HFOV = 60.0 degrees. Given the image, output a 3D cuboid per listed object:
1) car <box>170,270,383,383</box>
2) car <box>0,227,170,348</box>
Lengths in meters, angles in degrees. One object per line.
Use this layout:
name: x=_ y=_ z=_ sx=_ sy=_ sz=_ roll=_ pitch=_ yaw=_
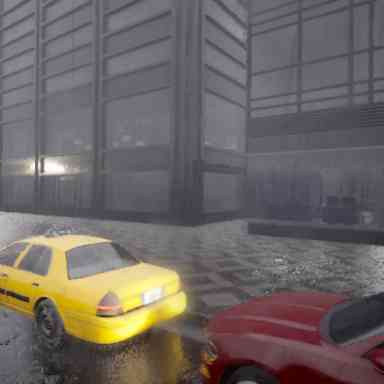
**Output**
car: x=2.386 y=1.495 z=2.646 sx=5.008 sy=1.535 sz=1.882 roll=0 pitch=0 yaw=36
car: x=-2.641 y=1.445 z=6.257 sx=5.366 sy=1.575 sz=1.801 roll=0 pitch=0 yaw=36
